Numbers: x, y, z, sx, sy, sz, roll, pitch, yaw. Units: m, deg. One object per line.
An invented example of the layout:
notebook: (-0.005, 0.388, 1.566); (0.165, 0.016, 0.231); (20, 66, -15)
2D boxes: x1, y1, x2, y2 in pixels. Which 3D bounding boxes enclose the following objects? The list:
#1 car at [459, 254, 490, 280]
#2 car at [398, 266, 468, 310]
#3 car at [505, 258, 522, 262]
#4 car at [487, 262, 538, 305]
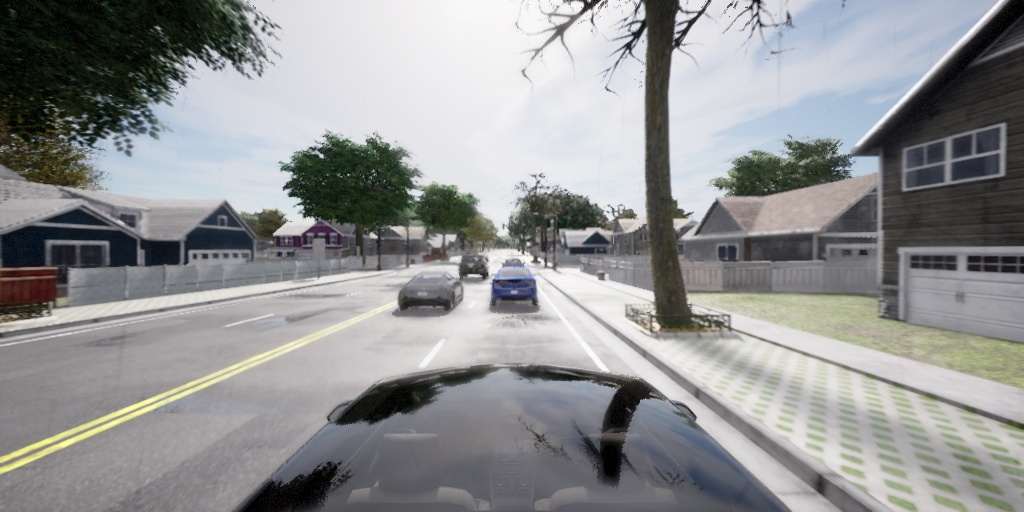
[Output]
car: (-3.147, 0.848, 30.226); (2.150, 2.045, 5.566); (0, 1, 0)
car: (-3.148, 1.296, 14.615); (1.994, 1.385, 4.181); (0, 0, 0)
car: (0.105, 0.963, 31.865); (2.097, 1.767, 4.553); (0, 1, 0)
car: (0.096, 1.204, 15.975); (1.882, 1.535, 5.008); (0, 0, 0)
